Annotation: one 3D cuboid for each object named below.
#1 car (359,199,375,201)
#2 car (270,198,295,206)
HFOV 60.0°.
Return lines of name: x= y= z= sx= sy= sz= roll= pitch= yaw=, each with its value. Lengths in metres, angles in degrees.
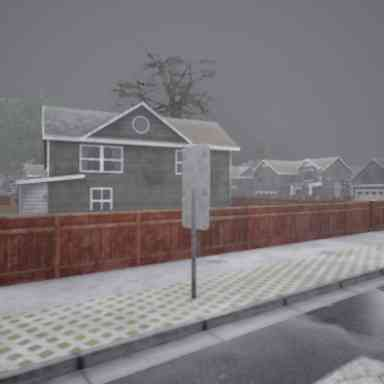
car: x=14.230 y=1.370 z=25.888 sx=1.837 sy=1.490 sz=4.892 roll=0 pitch=0 yaw=-23
car: x=10.122 y=1.375 z=35.339 sx=1.994 sy=1.385 sz=4.181 roll=0 pitch=0 yaw=-25
